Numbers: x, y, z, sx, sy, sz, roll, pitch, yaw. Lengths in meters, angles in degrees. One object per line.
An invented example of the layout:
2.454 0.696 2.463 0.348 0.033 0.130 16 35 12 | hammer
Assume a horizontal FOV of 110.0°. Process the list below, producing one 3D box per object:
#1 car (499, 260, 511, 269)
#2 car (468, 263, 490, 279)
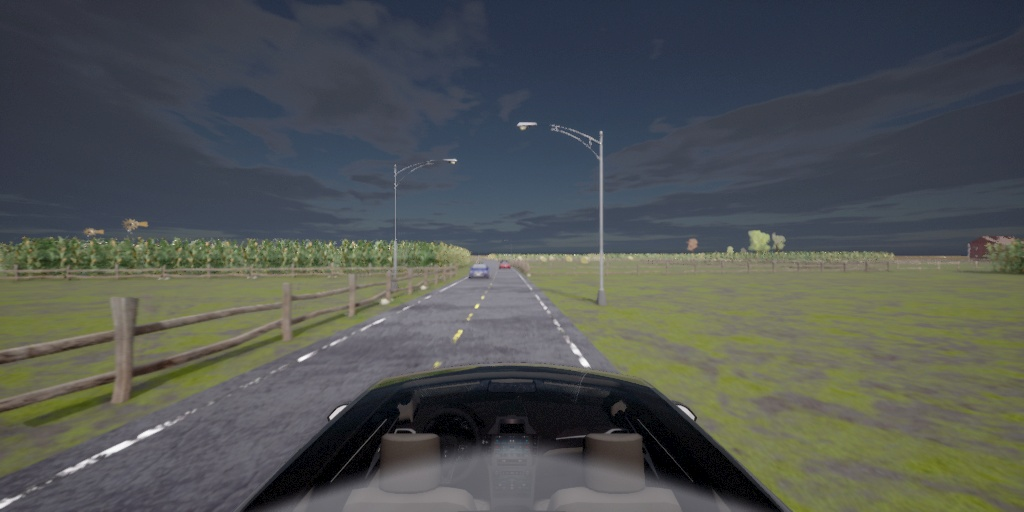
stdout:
-1.239 1.594 62.908 1.994 1.385 4.181 0 0 -2 | car
-3.126 1.443 35.094 1.812 1.442 4.674 0 0 -1 | car
